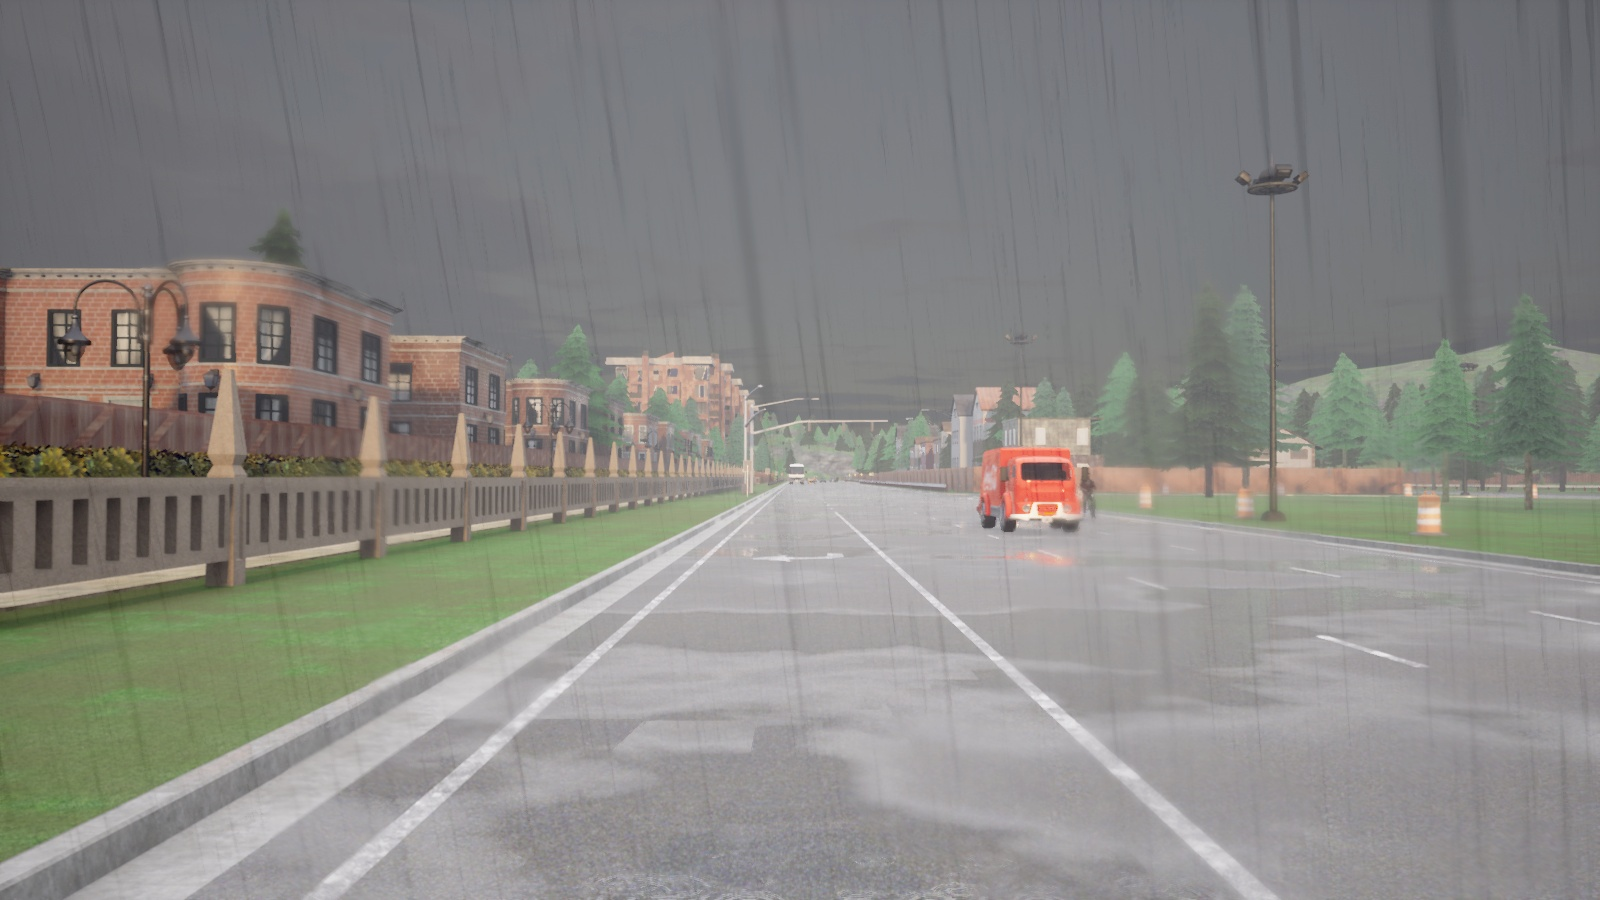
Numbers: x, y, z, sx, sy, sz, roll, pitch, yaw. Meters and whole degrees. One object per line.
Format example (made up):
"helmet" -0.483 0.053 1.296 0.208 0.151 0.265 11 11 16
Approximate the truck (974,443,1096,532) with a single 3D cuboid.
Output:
"truck" 6.900 1.108 37.523 2.627 2.467 5.204 0 -1 0
